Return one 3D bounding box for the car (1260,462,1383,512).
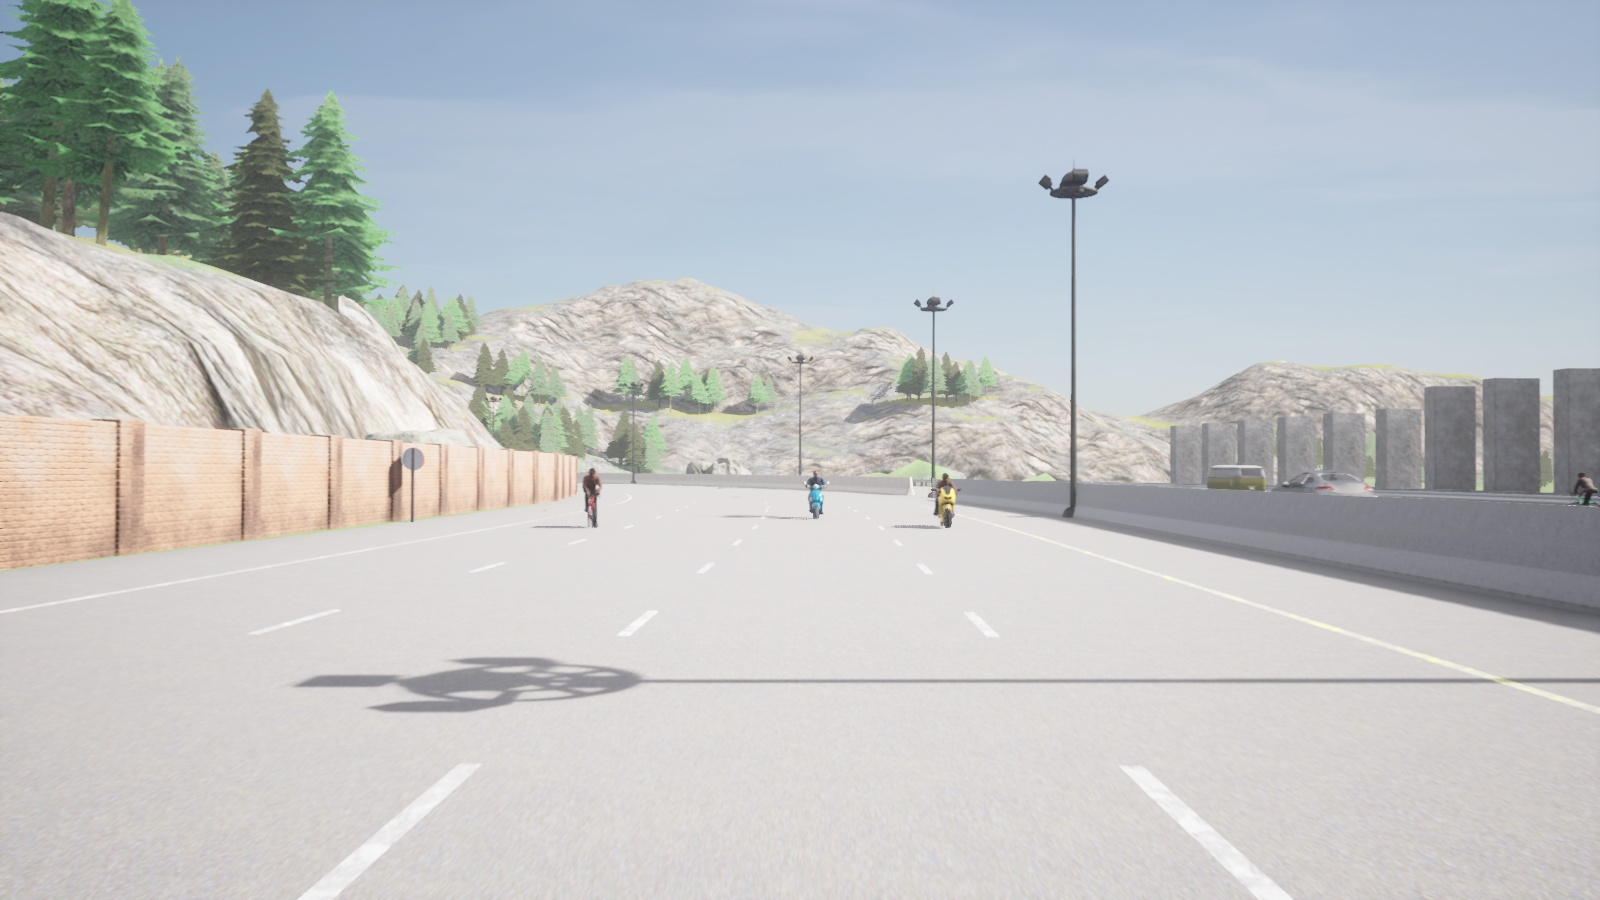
[{"bbox_3d":[18.026,1.252,43.721,2.152,1.651,5.027,0,-1,0],"label":"car"}]

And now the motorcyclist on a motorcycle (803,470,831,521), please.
[{"bbox_3d":[0.537,1.445,40.619,0.866,1.590,1.817,0,-1,0],"label":"motorcyclist on a motorcycle"}]

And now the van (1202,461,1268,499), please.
[{"bbox_3d":[24.035,1.634,69.488,1.775,1.987,4.442,0,-1,-5],"label":"van"}]

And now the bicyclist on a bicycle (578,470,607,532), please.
[{"bbox_3d":[-5.584,1.354,33.797,0.582,1.620,1.656,0,-1,-16],"label":"bicyclist on a bicycle"}]

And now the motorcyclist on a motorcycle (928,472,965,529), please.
[{"bbox_3d":[4.034,1.360,34.668,0.797,1.523,2.044,-1,-1,1],"label":"motorcyclist on a motorcycle"}]
